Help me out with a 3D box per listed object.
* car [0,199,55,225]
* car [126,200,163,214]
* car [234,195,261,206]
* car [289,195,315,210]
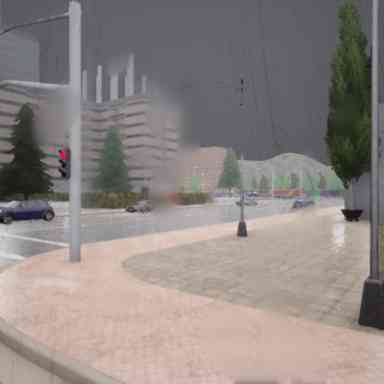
[{"bbox_3d":[-12.559,1.340,24.431,2.097,1.767,4.553,0,0,36],"label":"car"},{"bbox_3d":[-4.936,1.551,34.915,1.994,1.385,4.181,0,0,36],"label":"car"},{"bbox_3d":[8.811,1.589,53.672,1.895,1.301,4.718,0,0,36],"label":"car"},{"bbox_3d":[14.800,1.519,43.867,1.812,1.442,4.674,0,0,36],"label":"car"}]
